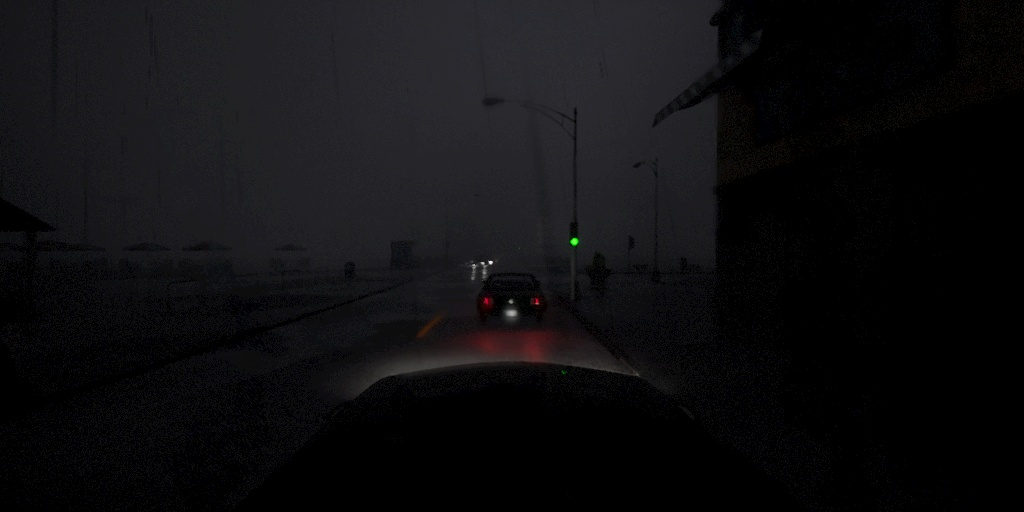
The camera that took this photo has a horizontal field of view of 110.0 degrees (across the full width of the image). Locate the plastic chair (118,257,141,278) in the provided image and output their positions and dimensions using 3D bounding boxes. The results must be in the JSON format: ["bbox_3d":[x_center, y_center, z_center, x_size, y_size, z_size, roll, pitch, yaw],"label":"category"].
[{"bbox_3d":[-27.240,0.876,25.451,0.750,1.272,0.730,0,0,-1],"label":"plastic chair"}]

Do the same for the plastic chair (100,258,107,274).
[{"bbox_3d":[-33.607,0.819,28.891,0.730,1.272,0.750,0,0,-1],"label":"plastic chair"}]

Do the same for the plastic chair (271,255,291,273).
[{"bbox_3d":[-19.487,0.791,30.228,0.750,1.272,0.730,0,0,-1],"label":"plastic chair"}]

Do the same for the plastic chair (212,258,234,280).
[{"bbox_3d":[-18.922,0.905,23.634,0.730,1.272,0.750,0,0,-1],"label":"plastic chair"}]

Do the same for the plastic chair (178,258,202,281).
[{"bbox_3d":[-20.210,0.927,22.421,0.750,1.272,0.730,0,0,-1],"label":"plastic chair"}]

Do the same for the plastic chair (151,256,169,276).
[{"bbox_3d":[-25.952,0.855,26.664,0.730,1.272,0.750,0,0,-1],"label":"plastic chair"}]

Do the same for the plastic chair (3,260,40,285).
[{"bbox_3d":[-26.882,0.977,19.655,0.750,1.272,0.730,0,0,-1],"label":"plastic chair"}]

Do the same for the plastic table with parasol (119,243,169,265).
[{"bbox_3d":[-27.153,0.251,26.702,2.482,2.480,2.482,0,0,-1],"label":"plastic table with parasol"}]

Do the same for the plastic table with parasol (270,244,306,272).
[{"bbox_3d":[-19.471,0.164,31.568,2.482,2.480,2.482,0,0,-1],"label":"plastic table with parasol"}]

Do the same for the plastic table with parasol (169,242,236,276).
[{"bbox_3d":[-20.143,0.300,23.742,2.482,2.480,2.482,0,0,-1],"label":"plastic table with parasol"}]

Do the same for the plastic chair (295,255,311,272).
[{"bbox_3d":[-18.199,0.770,31.441,0.730,1.272,0.750,0,0,-1],"label":"plastic chair"}]

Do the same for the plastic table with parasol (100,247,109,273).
[{"bbox_3d":[-34.786,0.213,28.996,2.482,2.480,2.482,0,0,-1],"label":"plastic table with parasol"}]

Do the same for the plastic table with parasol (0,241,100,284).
[{"bbox_3d":[-26.704,0.353,20.787,2.482,2.480,2.482,0,0,-1],"label":"plastic table with parasol"}]

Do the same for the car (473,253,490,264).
[{"bbox_3d":[-4.579,0.382,52.199,1.837,1.490,4.892,0,1,0],"label":"car"}]

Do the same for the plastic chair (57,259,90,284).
[{"bbox_3d":[-25.526,0.955,20.872,0.730,1.272,0.750,0,0,-1],"label":"plastic chair"}]

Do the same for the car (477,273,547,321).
[{"bbox_3d":[-0.017,1.179,11.618,1.895,1.301,4.718,0,1,0],"label":"car"}]
